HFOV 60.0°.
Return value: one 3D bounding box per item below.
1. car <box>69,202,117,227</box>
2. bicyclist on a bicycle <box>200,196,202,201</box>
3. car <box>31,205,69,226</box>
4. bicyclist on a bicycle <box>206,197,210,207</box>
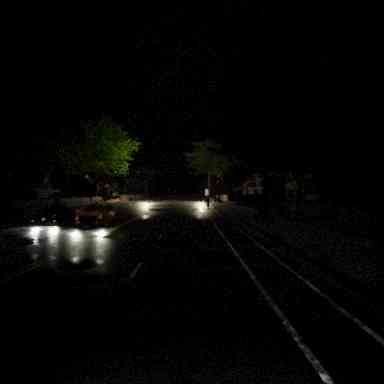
[{"bbox_3d":[-6.598,1.522,23.346,1.882,1.535,5.008,0,0,0],"label":"car"},{"bbox_3d":[2.258,1.547,83.266,0.659,1.776,1.843,0,1,0],"label":"bicyclist on a bicycle"},{"bbox_3d":[-9.846,1.610,24.029,1.994,1.385,4.181,0,0,0],"label":"car"},{"bbox_3d":[2.255,1.553,47.161,0.582,1.620,1.656,0,1,0],"label":"bicyclist on a bicycle"}]
